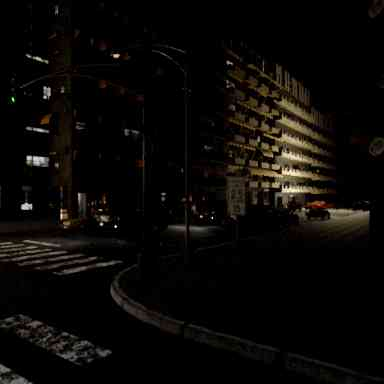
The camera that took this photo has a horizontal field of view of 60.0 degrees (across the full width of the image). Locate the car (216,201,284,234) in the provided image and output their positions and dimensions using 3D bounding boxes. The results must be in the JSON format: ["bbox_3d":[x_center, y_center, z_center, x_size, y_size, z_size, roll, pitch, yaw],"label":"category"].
[{"bbox_3d":[3.971,1.711,22.043,2.192,1.841,5.009,-1,-2,35],"label":"car"}]

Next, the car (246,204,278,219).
[{"bbox_3d":[8.054,2.191,37.902,1.837,1.490,4.892,0,-1,35],"label":"car"}]

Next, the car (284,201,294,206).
[{"bbox_3d":[13.200,2.446,49.846,1.752,1.417,4.829,-1,-2,35],"label":"car"}]

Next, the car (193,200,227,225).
[{"bbox_3d":[2.327,1.728,29.720,2.150,2.045,5.566,0,-1,34],"label":"car"}]

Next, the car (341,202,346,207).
[{"bbox_3d":[39.230,3.281,87.142,1.947,1.339,4.313,-1,-2,35],"label":"car"}]

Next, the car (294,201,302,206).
[{"bbox_3d":[16.538,2.340,54.636,2.192,1.841,5.009,-1,-2,35],"label":"car"}]

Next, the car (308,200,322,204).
[{"bbox_3d":[23.022,2.770,63.919,1.887,1.381,4.507,-1,-2,35],"label":"car"}]

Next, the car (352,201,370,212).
[{"bbox_3d":[29.900,2.522,59.197,2.192,1.841,5.009,-1,-2,35],"label":"car"}]

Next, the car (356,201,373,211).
[{"bbox_3d":[33.141,2.621,63.842,2.192,1.841,5.009,-1,-2,35],"label":"car"}]

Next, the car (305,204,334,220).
[{"bbox_3d":[13.696,2.284,35.969,1.802,1.307,4.206,-1,-2,35],"label":"car"}]

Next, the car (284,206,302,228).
[{"bbox_3d":[7.213,2.043,26.681,1.887,1.381,4.507,-1,-2,35],"label":"car"}]

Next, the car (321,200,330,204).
[{"bbox_3d":[26.262,2.640,68.569,2.192,1.841,5.009,-1,-2,35],"label":"car"}]

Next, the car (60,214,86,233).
[{"bbox_3d":[-6.247,1.834,21.980,1.752,1.417,4.829,-1,-2,35],"label":"car"}]

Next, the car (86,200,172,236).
[{"bbox_3d":[-3.582,1.540,21.252,2.150,2.045,5.566,0,-1,35],"label":"car"}]

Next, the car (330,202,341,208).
[{"bbox_3d":[32.746,3.066,77.852,1.887,1.381,4.507,-1,-2,35],"label":"car"}]
